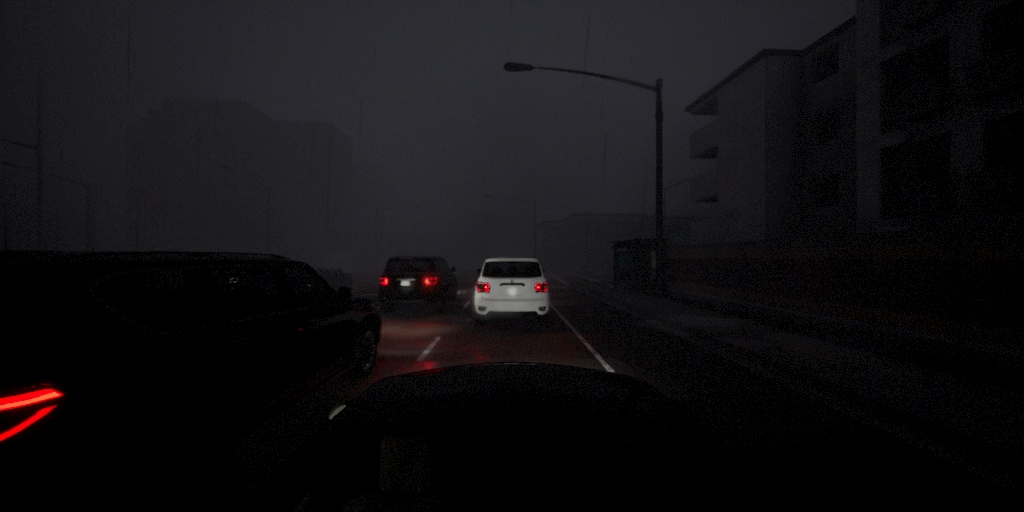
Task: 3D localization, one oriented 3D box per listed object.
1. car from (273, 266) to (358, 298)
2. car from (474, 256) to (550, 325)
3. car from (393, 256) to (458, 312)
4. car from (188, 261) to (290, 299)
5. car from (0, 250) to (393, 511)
[{"bbox_3d":[-10.808,1.363,20.326,2.033,1.411,5.357,0,0,-2],"label":"car"},{"bbox_3d":[-0.028,1.008,12.148,2.150,2.045,5.566,0,0,-1],"label":"car"},{"bbox_3d":[-3.572,1.016,14.543,2.150,2.045,5.566,0,0,-1],"label":"car"},{"bbox_3d":[-14.290,1.164,19.186,2.097,1.767,4.553,0,0,-1],"label":"car"},{"bbox_3d":[-3.423,0.981,4.182,2.150,2.045,5.566,0,0,0],"label":"car"}]
